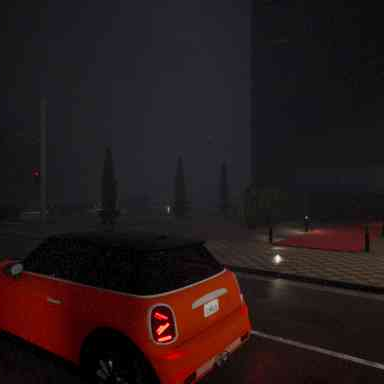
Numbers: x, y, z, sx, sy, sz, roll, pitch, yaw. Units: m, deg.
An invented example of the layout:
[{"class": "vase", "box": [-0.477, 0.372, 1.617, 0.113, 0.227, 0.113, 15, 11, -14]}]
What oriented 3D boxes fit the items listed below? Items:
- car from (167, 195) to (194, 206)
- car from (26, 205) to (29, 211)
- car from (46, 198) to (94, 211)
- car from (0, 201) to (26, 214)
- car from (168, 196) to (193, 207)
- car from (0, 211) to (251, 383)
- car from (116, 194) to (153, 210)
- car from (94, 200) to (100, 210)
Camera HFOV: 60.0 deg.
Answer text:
[{"class": "car", "box": [-1.915, 1.351, 56.939, 2.097, 1.767, 4.553, 0, 0, 36]}, {"class": "car", "box": [-19.052, 1.600, 33.342, 1.895, 1.301, 4.718, 0, 0, 36]}, {"class": "car", "box": [-13.266, 1.600, 35.363, 1.895, 1.301, 4.718, 0, 0, 36]}, {"class": "car", "box": [-15.869, 1.477, 25.463, 1.882, 1.535, 5.008, 0, 0, 36]}, {"class": "car", "box": [-1.714, 1.525, 51.278, 1.812, 1.442, 4.674, 0, 0, 36]}, {"class": "car", "box": [-1.505, 1.352, 5.070, 4.553, 1.767, 2.097, 0, 0, 36]}, {"class": "car", "box": [-7.534, 1.221, 43.269, 2.150, 2.045, 5.566, 0, 0, 36]}, {"class": "car", "box": [-13.588, 1.491, 40.884, 2.128, 1.511, 4.902, 0, 0, 36]}]
